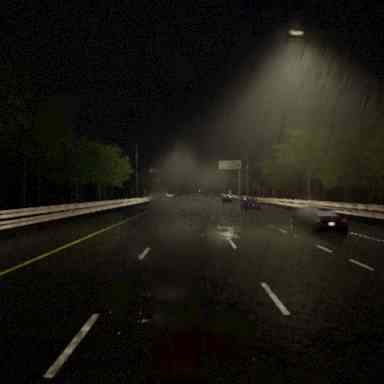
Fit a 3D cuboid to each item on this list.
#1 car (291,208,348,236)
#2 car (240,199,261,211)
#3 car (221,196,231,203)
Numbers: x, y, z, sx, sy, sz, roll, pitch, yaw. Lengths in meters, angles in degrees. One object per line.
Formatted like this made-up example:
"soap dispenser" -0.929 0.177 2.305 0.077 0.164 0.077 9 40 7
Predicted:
"car" 7.015 1.581 18.709 1.994 1.385 4.181 0 0 0
"car" 7.082 1.583 40.762 2.033 1.411 5.357 0 0 0
"car" 7.261 1.611 71.164 1.994 1.385 4.181 0 0 0
